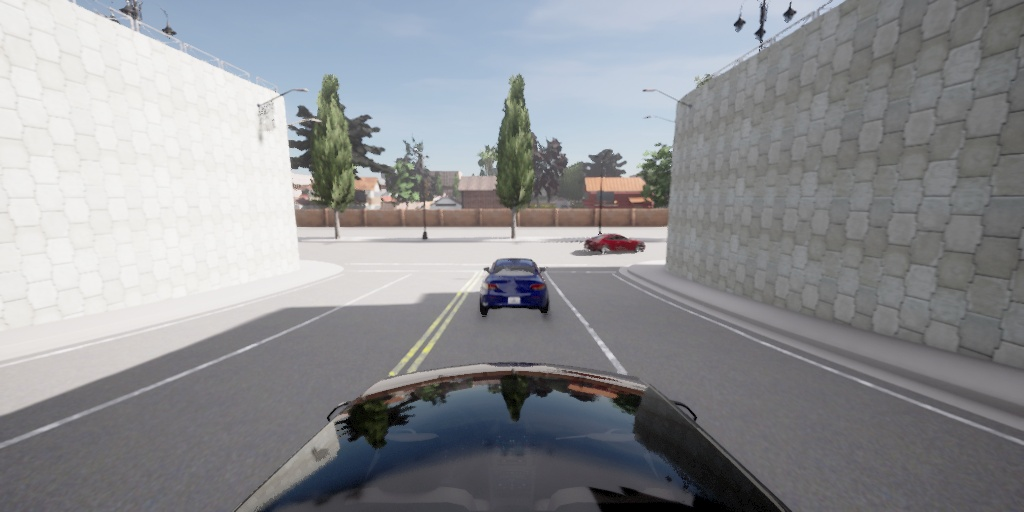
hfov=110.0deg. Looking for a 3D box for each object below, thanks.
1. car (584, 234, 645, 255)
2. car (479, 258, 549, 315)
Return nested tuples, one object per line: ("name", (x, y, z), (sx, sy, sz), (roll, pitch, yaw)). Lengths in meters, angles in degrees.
("car", (7.741, -0.965, 27.032), (4.674, 1.442, 1.812), (-2, 9, -16))
("car", (0.075, 0.779, 10.868), (1.812, 1.442, 4.674), (0, 3, 1))
